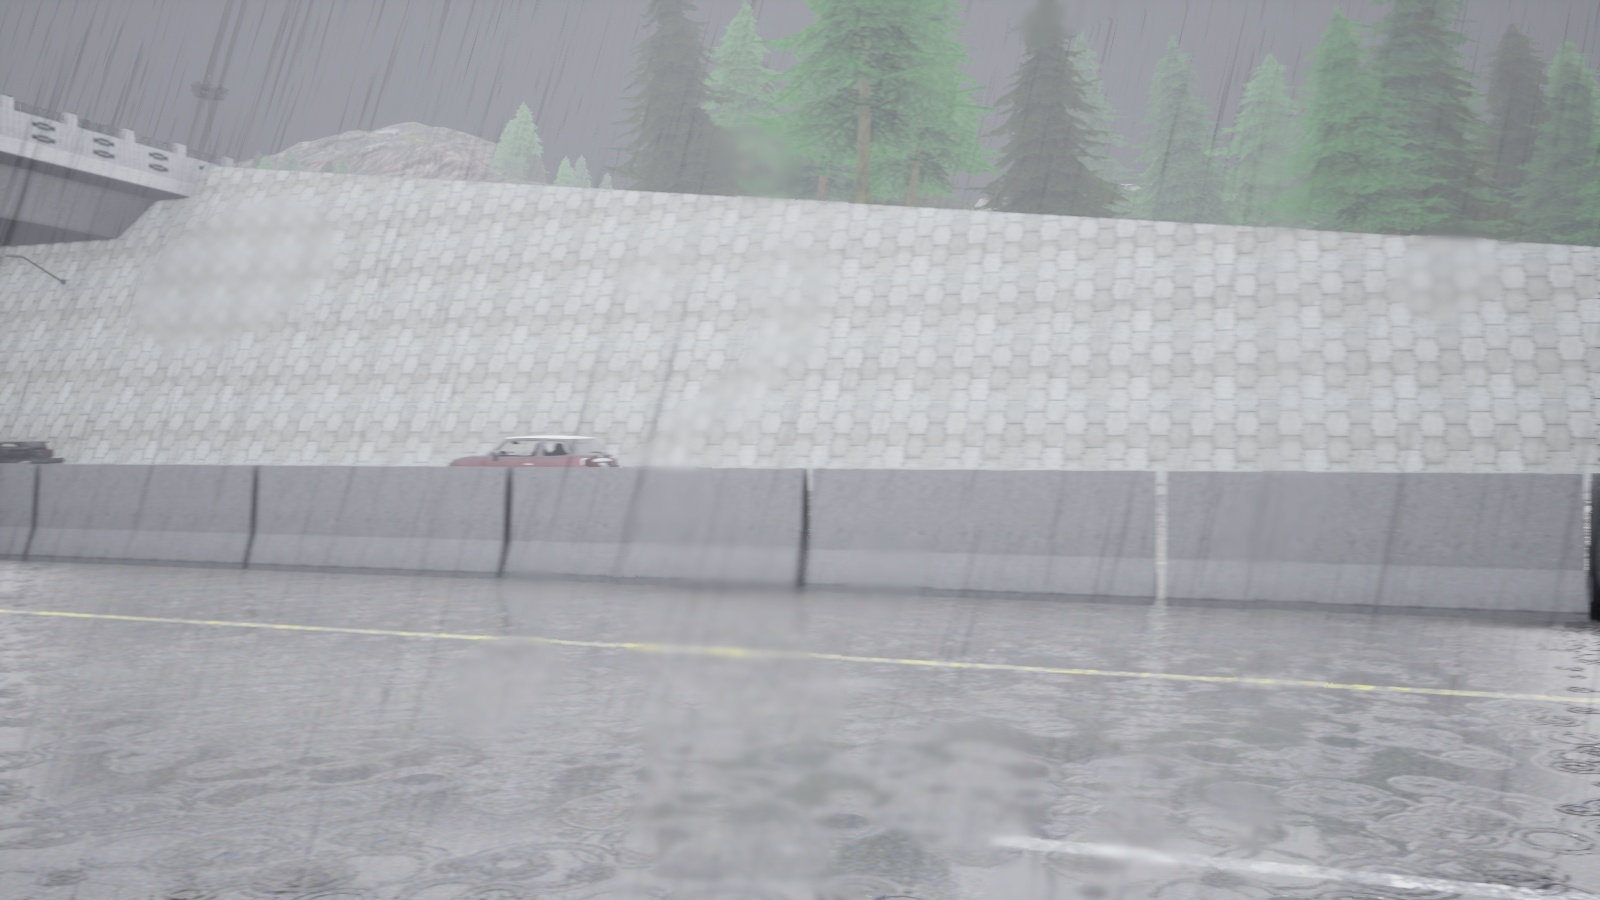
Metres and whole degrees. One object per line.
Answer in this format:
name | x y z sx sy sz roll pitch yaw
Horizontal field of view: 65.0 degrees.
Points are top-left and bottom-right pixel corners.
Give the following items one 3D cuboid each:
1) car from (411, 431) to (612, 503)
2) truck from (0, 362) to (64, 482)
car | -6.284 0.334 27.476 3.806 1.475 1.970 0 1 18
truck | -26.552 -0.849 37.959 7.936 3.462 2.891 1 1 19
